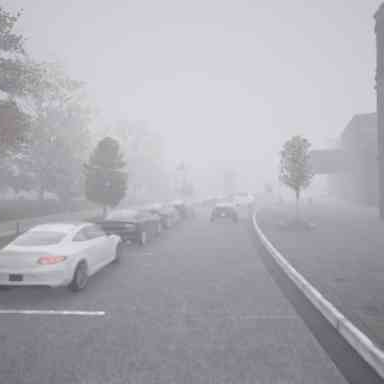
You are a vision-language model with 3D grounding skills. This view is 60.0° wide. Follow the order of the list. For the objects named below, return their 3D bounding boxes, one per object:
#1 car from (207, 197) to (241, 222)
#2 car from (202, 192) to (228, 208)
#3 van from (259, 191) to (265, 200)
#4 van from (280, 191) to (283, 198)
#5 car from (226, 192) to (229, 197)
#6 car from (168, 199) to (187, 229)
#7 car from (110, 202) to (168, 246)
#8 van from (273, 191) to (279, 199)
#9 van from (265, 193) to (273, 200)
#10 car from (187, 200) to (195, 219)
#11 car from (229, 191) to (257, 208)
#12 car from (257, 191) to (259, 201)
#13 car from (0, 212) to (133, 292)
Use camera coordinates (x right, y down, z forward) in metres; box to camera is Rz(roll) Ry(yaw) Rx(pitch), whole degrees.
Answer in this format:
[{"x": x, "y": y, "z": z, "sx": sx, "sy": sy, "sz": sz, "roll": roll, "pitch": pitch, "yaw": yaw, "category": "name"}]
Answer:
[{"x": 2.479, "y": 1.349, "z": 24.782, "sx": 1.812, "sy": 1.442, "sz": 4.674, "roll": 0, "pitch": 0, "yaw": 10, "category": "car"}, {"x": 2.676, "y": 1.213, "z": 42.476, "sx": 2.231, "sy": 1.521, "sz": 4.892, "roll": -4, "pitch": 0, "yaw": 18, "category": "car"}, {"x": 13.026, "y": 0.815, "z": 68.533, "sx": 1.878, "sy": 1.987, "sz": 4.442, "roll": -3, "pitch": -1, "yaw": 25, "category": "van"}, {"x": 21.426, "y": 0.780, "z": 83.035, "sx": 1.878, "sy": 1.987, "sz": 4.442, "roll": -3, "pitch": -1, "yaw": 31, "category": "van"}, {"x": 4.359, "y": 1.173, "z": 47.808, "sx": 2.231, "sy": 1.521, "sz": 4.892, "roll": -4, "pitch": 0, "yaw": 18, "category": "car"}, {"x": -2.024, "y": 1.361, "z": 20.618, "sx": 2.231, "sy": 1.521, "sz": 4.892, "roll": -1, "pitch": 1, "yaw": 9, "category": "car"}, {"x": -2.698, "y": 1.415, "z": 14.949, "sx": 2.097, "sy": 1.535, "sz": 5.008, "roll": -1, "pitch": 1, "yaw": 7, "category": "car"}, {"x": 18.469, "y": 0.786, "z": 78.303, "sx": 1.878, "sy": 1.987, "sz": 4.442, "roll": -3, "pitch": -1, "yaw": 30, "category": "van"}, {"x": 15.664, "y": 0.798, "z": 73.466, "sx": 1.878, "sy": 1.987, "sz": 4.442, "roll": -3, "pitch": -1, "yaw": 30, "category": "van"}, {"x": -0.993, "y": 1.314, "z": 26.861, "sx": 2.097, "sy": 1.535, "sz": 5.008, "roll": 0, "pitch": 1, "yaw": 11, "category": "car"}, {"x": 6.625, "y": 0.910, "z": 42.339, "sx": 2.150, "sy": 2.045, "sz": 5.566, "roll": -1, "pitch": 1, "yaw": 16, "category": "car"}, {"x": 10.630, "y": 1.059, "z": 63.563, "sx": 1.946, "sy": 1.575, "sz": 5.366, "roll": -3, "pitch": -1, "yaw": 26, "category": "car"}, {"x": -3.236, "y": 1.489, "z": 8.739, "sx": 2.002, "sy": 1.452, "sz": 4.674, "roll": -1, "pitch": 0, "yaw": 4, "category": "car"}]
